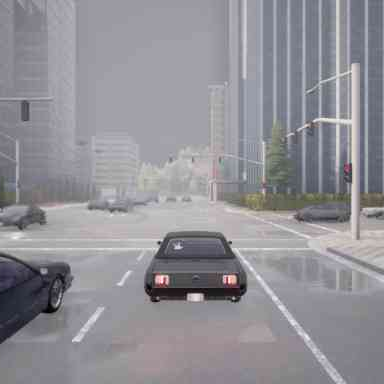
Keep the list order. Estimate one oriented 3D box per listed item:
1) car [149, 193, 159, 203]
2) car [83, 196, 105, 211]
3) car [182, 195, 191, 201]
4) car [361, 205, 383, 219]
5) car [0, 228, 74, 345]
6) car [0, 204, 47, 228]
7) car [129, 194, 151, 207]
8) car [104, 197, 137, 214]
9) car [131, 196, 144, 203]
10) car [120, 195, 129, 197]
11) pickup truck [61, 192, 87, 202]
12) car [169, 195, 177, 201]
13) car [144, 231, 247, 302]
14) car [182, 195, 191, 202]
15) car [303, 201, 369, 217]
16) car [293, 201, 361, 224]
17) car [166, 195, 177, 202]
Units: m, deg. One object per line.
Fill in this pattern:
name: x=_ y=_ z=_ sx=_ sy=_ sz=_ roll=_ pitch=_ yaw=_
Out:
car: x=-8.139 y=1.221 z=68.896 sx=2.150 sy=2.045 sz=5.566 roll=0 pitch=0 yaw=-1
car: x=-11.288 y=1.547 z=40.760 sx=2.033 sy=1.411 sz=5.357 roll=0 pitch=0 yaw=-1
car: x=-1.385 y=1.540 z=84.808 sx=2.033 sy=1.411 sz=5.357 roll=0 pitch=0 yaw=-1
car: x=16.939 y=1.601 z=28.089 sx=4.718 sy=1.301 sz=1.895 roll=0 pitch=0 yaw=0
car: x=-3.436 y=1.547 z=4.591 sx=2.033 sy=1.411 sz=5.357 roll=0 pitch=0 yaw=0
car: x=-10.824 y=1.525 z=21.081 sx=1.812 sy=1.442 sz=4.674 roll=0 pitch=0 yaw=-1
car: x=-7.957 y=1.478 z=51.173 sx=1.882 sy=1.535 sz=5.008 roll=0 pitch=0 yaw=-1
car: x=-7.694 y=1.547 z=36.415 sx=2.033 sy=1.411 sz=5.357 roll=0 pitch=0 yaw=-1
car: x=-11.682 y=1.547 z=71.601 sx=1.994 sy=1.385 sz=4.181 roll=0 pitch=0 yaw=-1
car: x=-11.536 y=1.351 z=56.994 sx=2.097 sy=1.767 sz=4.553 roll=0 pitch=0 yaw=-1
pickup truck: x=-24.768 y=1.059 z=69.244 sx=2.390 sy=2.098 sz=6.274 roll=0 pitch=0 yaw=30
car: x=-4.885 y=1.524 z=84.739 sx=1.812 sy=1.442 sz=4.674 roll=0 pitch=0 yaw=-1
car: x=0.067 y=1.601 z=8.188 sx=1.895 sy=1.301 sz=4.718 roll=0 pitch=0 yaw=0
car: x=-1.228 y=1.553 z=75.033 sx=1.994 sy=1.385 sz=4.181 roll=0 pitch=0 yaw=-1
car: x=13.584 y=1.547 z=31.596 sx=5.357 sy=1.411 sz=2.033 roll=0 pitch=0 yaw=-3
car: x=9.653 y=1.564 z=24.518 sx=4.181 sy=1.385 sz=1.994 roll=0 pitch=0 yaw=2
car: x=-4.718 y=1.500 z=74.571 sx=1.837 sy=1.490 sz=4.892 roll=0 pitch=0 yaw=-1
